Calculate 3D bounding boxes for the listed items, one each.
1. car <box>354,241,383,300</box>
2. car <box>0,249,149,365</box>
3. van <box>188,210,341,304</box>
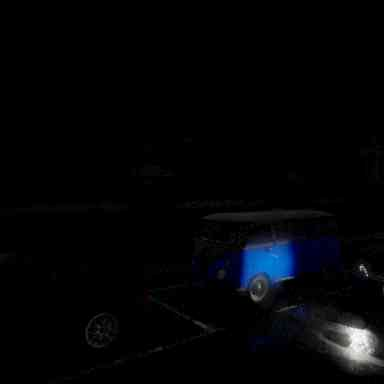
[{"bbox_3d":[5.469,1.523,7.308,4.674,1.442,1.812,0,0,-36],"label":"car"},{"bbox_3d":[-2.782,1.545,4.549,4.507,1.381,1.887,0,0,-36],"label":"car"},{"bbox_3d":[1.814,1.340,7.848,3.998,1.788,1.690,0,0,-36],"label":"van"}]
